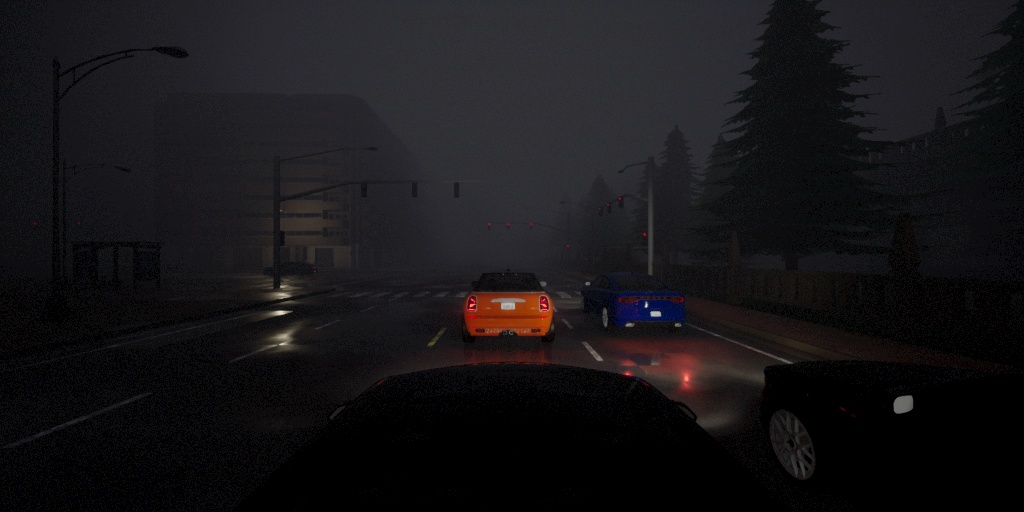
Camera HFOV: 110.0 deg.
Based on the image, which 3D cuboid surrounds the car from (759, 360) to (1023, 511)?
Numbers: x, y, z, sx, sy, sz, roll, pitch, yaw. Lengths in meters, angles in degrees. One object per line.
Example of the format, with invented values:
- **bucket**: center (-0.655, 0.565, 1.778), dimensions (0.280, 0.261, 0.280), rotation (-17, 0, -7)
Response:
- **car**: center (3.288, 1.228, 1.497), dimensions (1.882, 1.535, 5.008), rotation (0, 0, 3)

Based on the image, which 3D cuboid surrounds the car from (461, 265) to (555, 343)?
- **car**: center (-0.083, 1.102, 9.878), dimensions (2.097, 1.767, 4.553), rotation (0, 0, 0)

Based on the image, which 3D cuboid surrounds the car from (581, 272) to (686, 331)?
- **car**: center (3.416, 1.228, 11.023), dimensions (1.882, 1.535, 5.008), rotation (0, 0, 0)

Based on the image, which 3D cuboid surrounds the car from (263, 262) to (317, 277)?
- **car**: center (-22.139, 1.310, 35.831), dimensions (4.892, 1.490, 1.837), rotation (0, 0, -1)
